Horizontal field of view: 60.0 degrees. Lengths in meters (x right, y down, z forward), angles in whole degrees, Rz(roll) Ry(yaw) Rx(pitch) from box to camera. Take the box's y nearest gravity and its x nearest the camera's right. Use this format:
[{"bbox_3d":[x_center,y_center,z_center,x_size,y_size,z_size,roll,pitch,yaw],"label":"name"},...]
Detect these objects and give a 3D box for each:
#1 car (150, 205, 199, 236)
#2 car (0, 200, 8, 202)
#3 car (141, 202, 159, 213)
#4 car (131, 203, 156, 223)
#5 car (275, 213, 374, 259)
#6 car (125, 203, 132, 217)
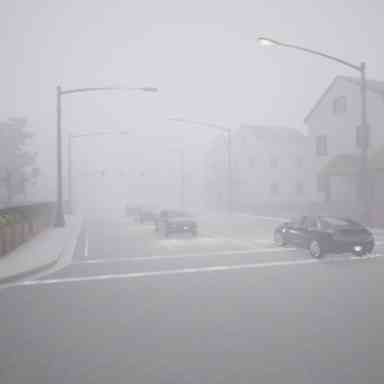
[{"bbox_3d":[-1.051,1.786,20.552,1.837,1.490,4.892,0,-1,-17],"label":"car"},{"bbox_3d":[-33.284,2.403,60.507,5.566,2.045,2.150,0,-1,-16],"label":"car"},{"bbox_3d":[-6.338,2.289,50.303,1.994,1.385,4.181,0,-1,-17],"label":"car"},{"bbox_3d":[-3.979,1.916,30.070,1.882,1.535,5.008,0,-1,-17],"label":"car"},{"bbox_3d":[4.959,1.619,13.201,1.837,1.490,4.892,1,-1,-10],"label":"car"},{"bbox_3d":[-6.930,2.074,39.700,1.882,1.535,5.008,0,-1,-17],"label":"car"}]
